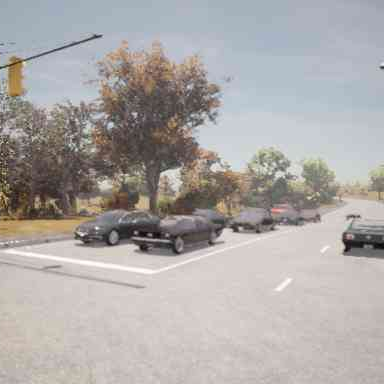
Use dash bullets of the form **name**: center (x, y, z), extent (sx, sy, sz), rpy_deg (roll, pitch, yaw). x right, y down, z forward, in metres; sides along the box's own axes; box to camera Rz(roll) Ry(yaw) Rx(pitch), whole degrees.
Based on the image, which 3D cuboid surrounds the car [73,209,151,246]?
- **car**: center (-3.431, 1.613, 16.105), extent (1.837, 1.490, 4.892), rpy_deg (0, -1, 30)

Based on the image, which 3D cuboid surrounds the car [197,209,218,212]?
- **car**: center (0.985, 1.938, 23.841), extent (1.994, 1.385, 4.181), rpy_deg (0, -2, 31)

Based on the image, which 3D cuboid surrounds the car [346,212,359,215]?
- **car**: center (24.980, 3.713, 51.483), extent (1.895, 1.301, 4.718), rpy_deg (0, -3, 30)

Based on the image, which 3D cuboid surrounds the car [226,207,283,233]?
- **car**: center (4.302, 1.943, 22.619), extent (2.033, 1.411, 5.357), rpy_deg (0, -2, 30)

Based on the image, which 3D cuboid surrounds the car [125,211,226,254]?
- **car**: center (-0.474, 1.704, 14.228), extent (1.895, 1.301, 4.718), rpy_deg (0, -1, 30)

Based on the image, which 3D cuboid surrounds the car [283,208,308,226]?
- **car**: center (9.225, 2.426, 31.266), extent (1.994, 1.385, 4.181), rpy_deg (0, -3, 29)

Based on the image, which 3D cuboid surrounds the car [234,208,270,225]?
- **car**: center (5.970, 2.347, 32.611), extent (1.837, 1.490, 4.892), rpy_deg (0, -3, 30)

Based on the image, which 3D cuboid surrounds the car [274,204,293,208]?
- **car**: center (11.285, 2.590, 41.859), extent (2.150, 2.045, 5.566), rpy_deg (0, -3, 30)

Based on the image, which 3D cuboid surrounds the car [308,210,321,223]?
- **car**: center (14.223, 2.883, 39.965), extent (1.812, 1.442, 4.674), rpy_deg (0, -3, 30)

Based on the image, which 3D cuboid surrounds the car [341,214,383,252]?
- **car**: center (7.662, 1.795, 14.186), extent (1.895, 1.301, 4.718), rpy_deg (0, -2, 31)
